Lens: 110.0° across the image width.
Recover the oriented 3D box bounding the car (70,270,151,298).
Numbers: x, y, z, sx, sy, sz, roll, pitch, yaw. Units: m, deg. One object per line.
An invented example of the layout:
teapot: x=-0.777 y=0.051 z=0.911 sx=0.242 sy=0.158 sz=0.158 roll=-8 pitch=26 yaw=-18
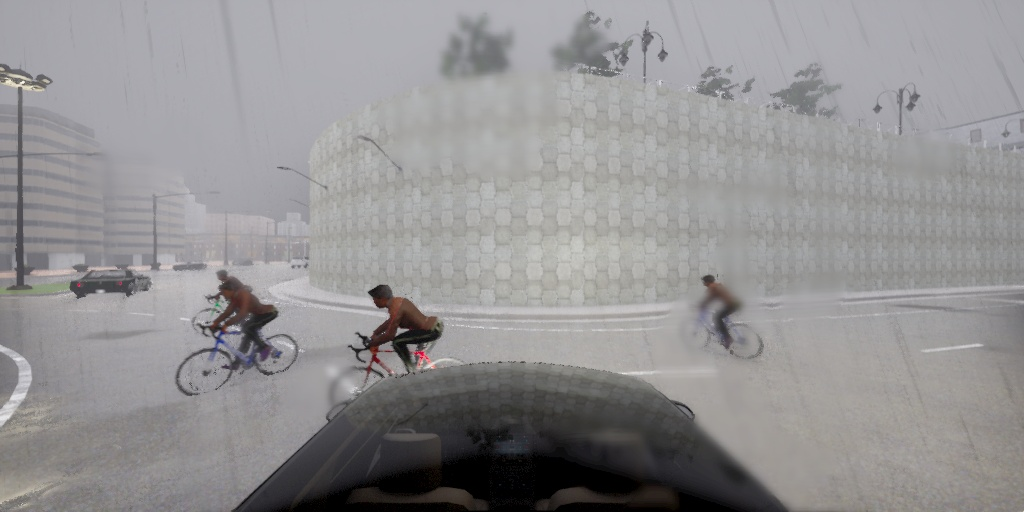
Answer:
car: x=-20.364 y=1.346 z=18.453 sx=1.895 sy=1.301 sz=4.718 roll=0 pitch=0 yaw=-35

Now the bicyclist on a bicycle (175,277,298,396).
bicyclist on a bicycle: x=-4.213 y=1.204 z=5.615 sx=0.582 sy=1.620 sz=1.656 roll=0 pitch=2 yaw=31

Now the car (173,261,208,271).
car: x=-42.689 y=1.347 z=47.657 sx=1.895 sy=1.301 sz=4.718 roll=0 pitch=0 yaw=-16

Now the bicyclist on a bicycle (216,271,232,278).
bicyclist on a bicycle: x=-7.327 y=1.204 z=9.374 sx=1.656 sy=1.620 sz=0.582 roll=-2 pitch=1 yaw=-27

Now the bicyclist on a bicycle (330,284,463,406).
bicyclist on a bicycle: x=-1.282 y=1.109 z=4.141 sx=1.656 sy=1.620 sz=0.582 roll=-4 pitch=12 yaw=-11

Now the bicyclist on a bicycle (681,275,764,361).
bicyclist on a bicycle: x=4.183 y=1.212 z=7.287 sx=0.582 sy=1.620 sz=1.656 roll=0 pitch=-2 yaw=-31
